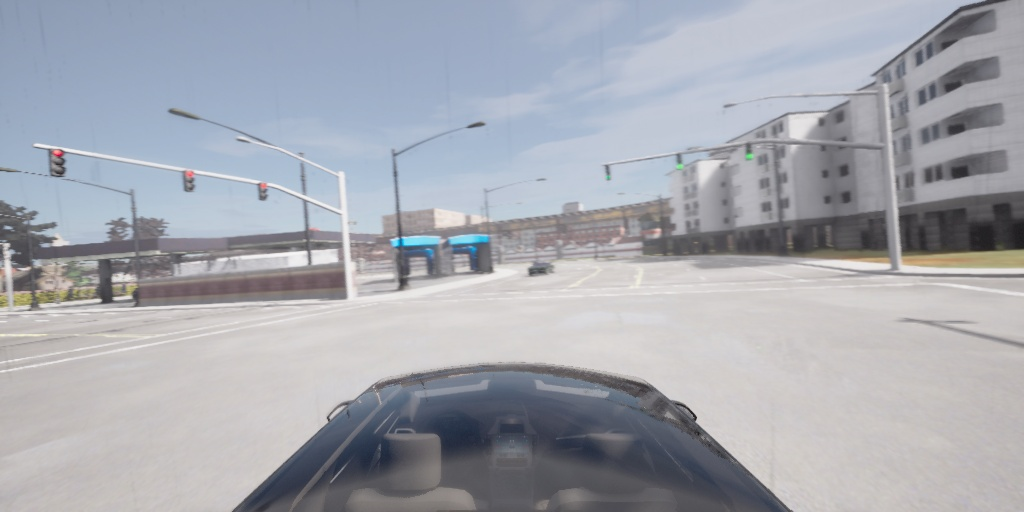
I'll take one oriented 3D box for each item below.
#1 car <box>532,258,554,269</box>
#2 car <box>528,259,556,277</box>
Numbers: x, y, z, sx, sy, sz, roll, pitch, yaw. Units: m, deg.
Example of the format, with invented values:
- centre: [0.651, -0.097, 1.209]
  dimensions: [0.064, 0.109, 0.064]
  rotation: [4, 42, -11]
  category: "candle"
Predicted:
- centre: [4.556, 1.112, 53.670]
  dimensions: [1.895, 1.301, 4.718]
  rotation: [-4, 0, -11]
  category: "car"
- centre: [2.915, 1.212, 34.953]
  dimensions: [1.895, 1.301, 4.718]
  rotation: [-4, 0, 17]
  category: "car"
